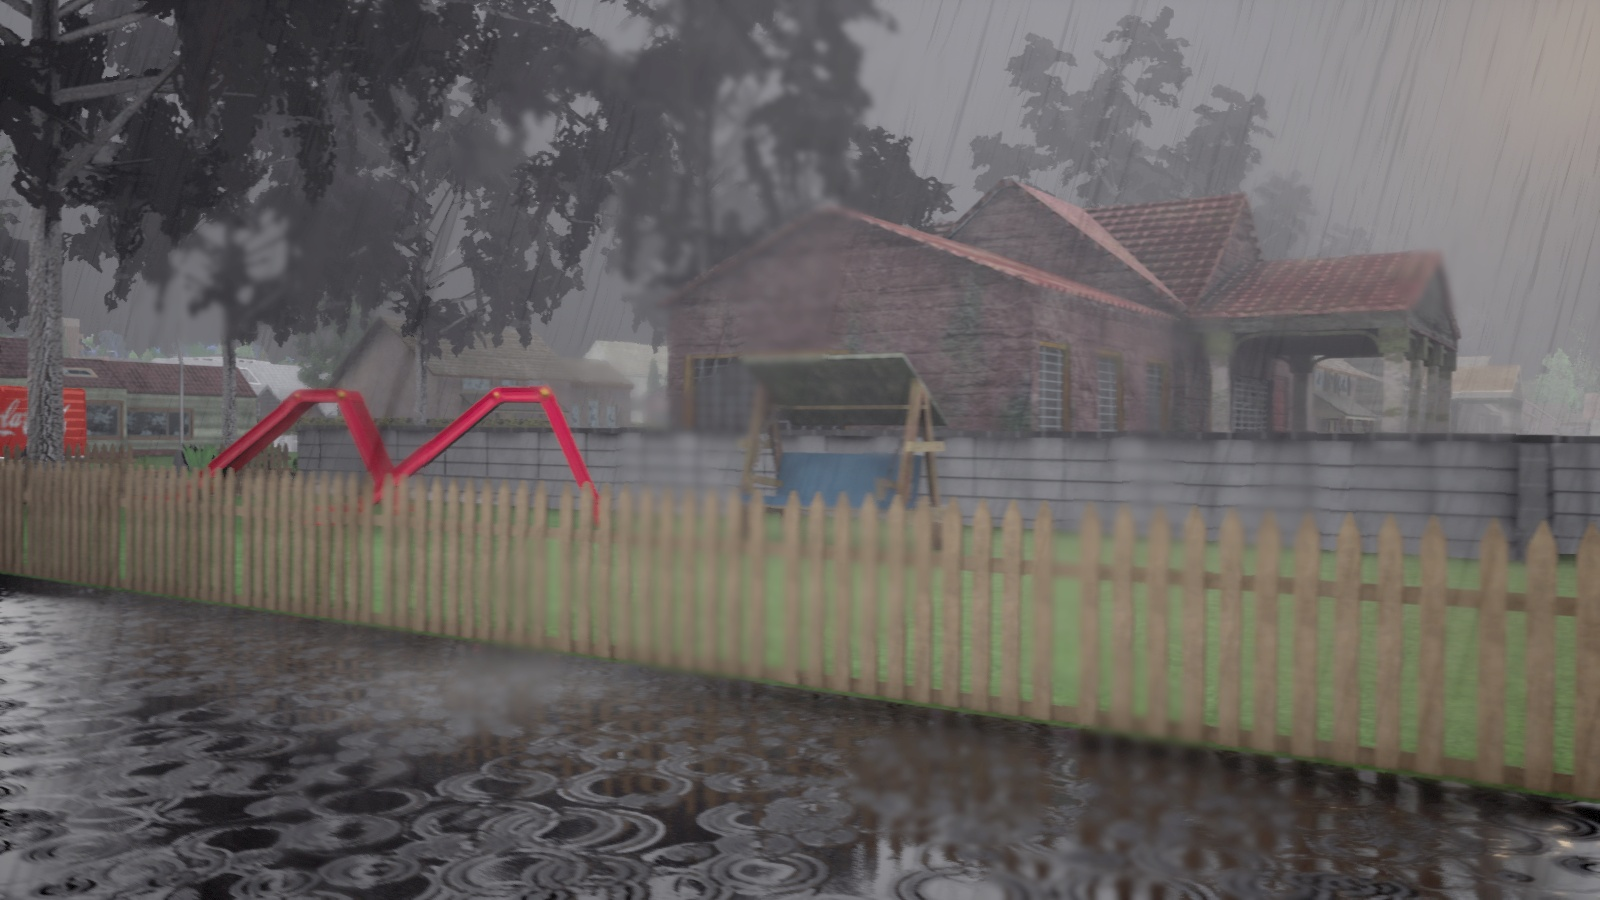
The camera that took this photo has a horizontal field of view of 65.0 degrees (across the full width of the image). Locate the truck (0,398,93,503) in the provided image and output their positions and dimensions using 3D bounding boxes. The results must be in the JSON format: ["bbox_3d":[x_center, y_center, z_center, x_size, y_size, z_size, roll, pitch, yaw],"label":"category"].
[{"bbox_3d":[-20.222,0.019,29.943,2.627,2.467,5.204,0,1,34],"label":"truck"}]
